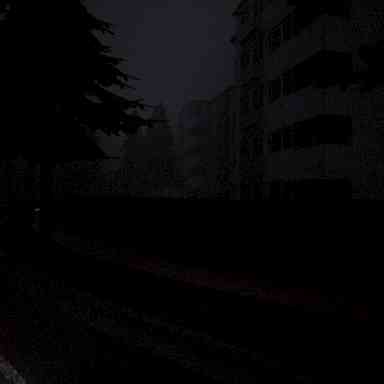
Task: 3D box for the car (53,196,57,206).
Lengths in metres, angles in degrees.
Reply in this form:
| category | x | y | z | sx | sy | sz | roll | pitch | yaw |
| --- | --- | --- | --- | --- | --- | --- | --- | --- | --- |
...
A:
| category | x | y | z | sx | sy | sz | roll | pitch | yaw |
| --- | --- | --- | --- | --- | --- | --- | --- | --- | --- |
| car | -19.145 | 1.352 | 49.160 | 2.097 | 1.767 | 4.553 | 0 | 0 | 16 |

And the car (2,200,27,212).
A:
| category | x | y | z | sx | sy | sz | roll | pitch | yaw |
| --- | --- | --- | --- | --- | --- | --- | --- | --- | --- |
| car | -20.175 | 1.564 | 38.797 | 1.994 | 1.385 | 4.181 | 0 | 0 | 2 |
